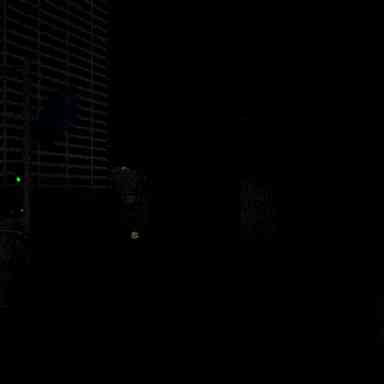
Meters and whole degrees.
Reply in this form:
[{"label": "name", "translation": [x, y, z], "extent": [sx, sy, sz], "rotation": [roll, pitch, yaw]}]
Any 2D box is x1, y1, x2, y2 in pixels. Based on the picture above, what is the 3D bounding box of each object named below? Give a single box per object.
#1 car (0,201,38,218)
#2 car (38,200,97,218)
[{"label": "car", "translation": [-15.521, 1.547, 30.663], "extent": [2.033, 1.411, 5.357], "rotation": [0, 0, 35]}, {"label": "car", "translation": [-11.149, 1.478, 30.782], "extent": [1.882, 1.535, 5.008], "rotation": [0, 0, 35]}]
